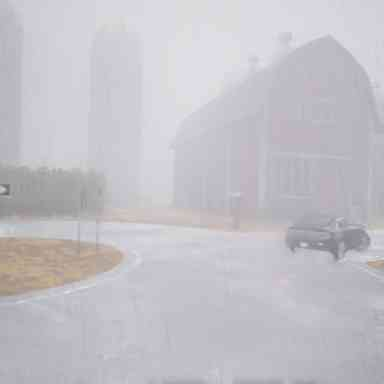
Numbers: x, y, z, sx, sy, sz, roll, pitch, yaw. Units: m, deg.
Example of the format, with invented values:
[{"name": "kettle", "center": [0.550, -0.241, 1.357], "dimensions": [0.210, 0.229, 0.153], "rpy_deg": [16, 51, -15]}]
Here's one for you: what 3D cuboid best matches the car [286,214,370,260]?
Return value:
[{"name": "car", "center": [5.490, 1.650, 13.255], "dimensions": [2.128, 1.511, 4.902], "rpy_deg": [1, -1, 42]}]
